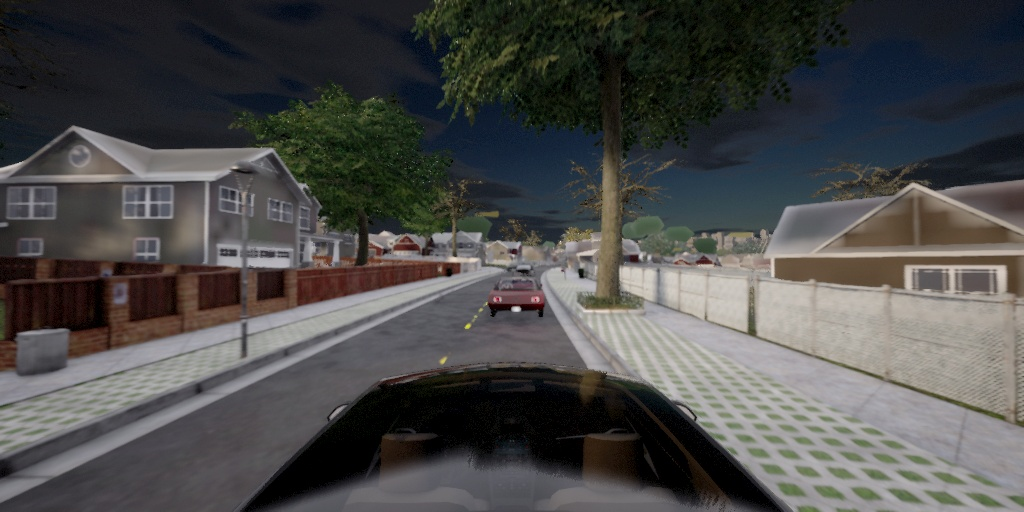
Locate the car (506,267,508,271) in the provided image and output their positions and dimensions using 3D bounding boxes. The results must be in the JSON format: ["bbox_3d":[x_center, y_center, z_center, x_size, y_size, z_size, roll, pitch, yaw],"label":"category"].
[{"bbox_3d":[0.346,1.758,51.793,1.895,1.301,4.718,0,-1,8],"label":"car"}]

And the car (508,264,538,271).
[{"bbox_3d":[1.033,1.459,29.247,1.837,1.490,4.892,0,0,5],"label":"car"}]

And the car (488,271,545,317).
[{"bbox_3d":[0.236,1.433,13.675,1.895,1.301,4.718,0,0,2],"label":"car"}]
